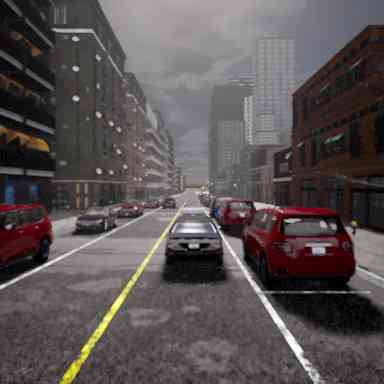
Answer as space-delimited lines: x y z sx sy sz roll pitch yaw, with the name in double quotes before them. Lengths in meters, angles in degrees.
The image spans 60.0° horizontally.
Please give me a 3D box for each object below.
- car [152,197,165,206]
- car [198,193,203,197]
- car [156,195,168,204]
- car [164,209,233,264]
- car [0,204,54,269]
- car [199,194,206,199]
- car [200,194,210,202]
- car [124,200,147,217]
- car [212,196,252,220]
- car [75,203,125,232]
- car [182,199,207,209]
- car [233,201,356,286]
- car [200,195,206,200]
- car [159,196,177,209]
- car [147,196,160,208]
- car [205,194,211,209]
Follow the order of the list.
"car" -5.674 1.540 57.523 1.752 1.417 4.829 -1 0 0
"car" 2.676 1.331 68.898 2.192 1.841 5.009 -1 0 0
"car" -5.671 1.456 63.273 1.967 1.590 4.097 -1 0 0
"car" 0.074 1.552 11.799 2.033 1.411 5.357 0 0 0
"car" -5.703 1.319 9.419 2.192 1.841 5.009 -1 0 0
"car" 2.674 1.581 57.738 1.947 1.339 4.313 -1 0 0
"car" 3.042 1.366 79.932 2.097 1.767 4.553 0 0 0
"car" -5.690 1.450 31.047 1.967 1.590 4.097 -1 0 0
"car" 2.682 1.323 20.222 2.192 1.841 5.009 -1 0 0
"car" -5.694 1.558 20.233 2.008 1.369 4.403 -1 0 0
"car" 0.097 1.611 29.990 1.895 1.301 4.718 0 0 0
"car" 2.676 1.319 9.407 2.192 1.841 5.009 -1 0 0
"car" 2.704 1.575 52.166 2.008 1.369 4.403 -1 0 0
"car" -3.064 1.520 46.174 1.837 1.490 4.892 0 -1 0
"car" -5.681 1.454 47.269 1.967 1.590 4.097 -1 0 0
"car" 2.688 1.326 31.036 2.192 1.841 5.009 -1 0 0
